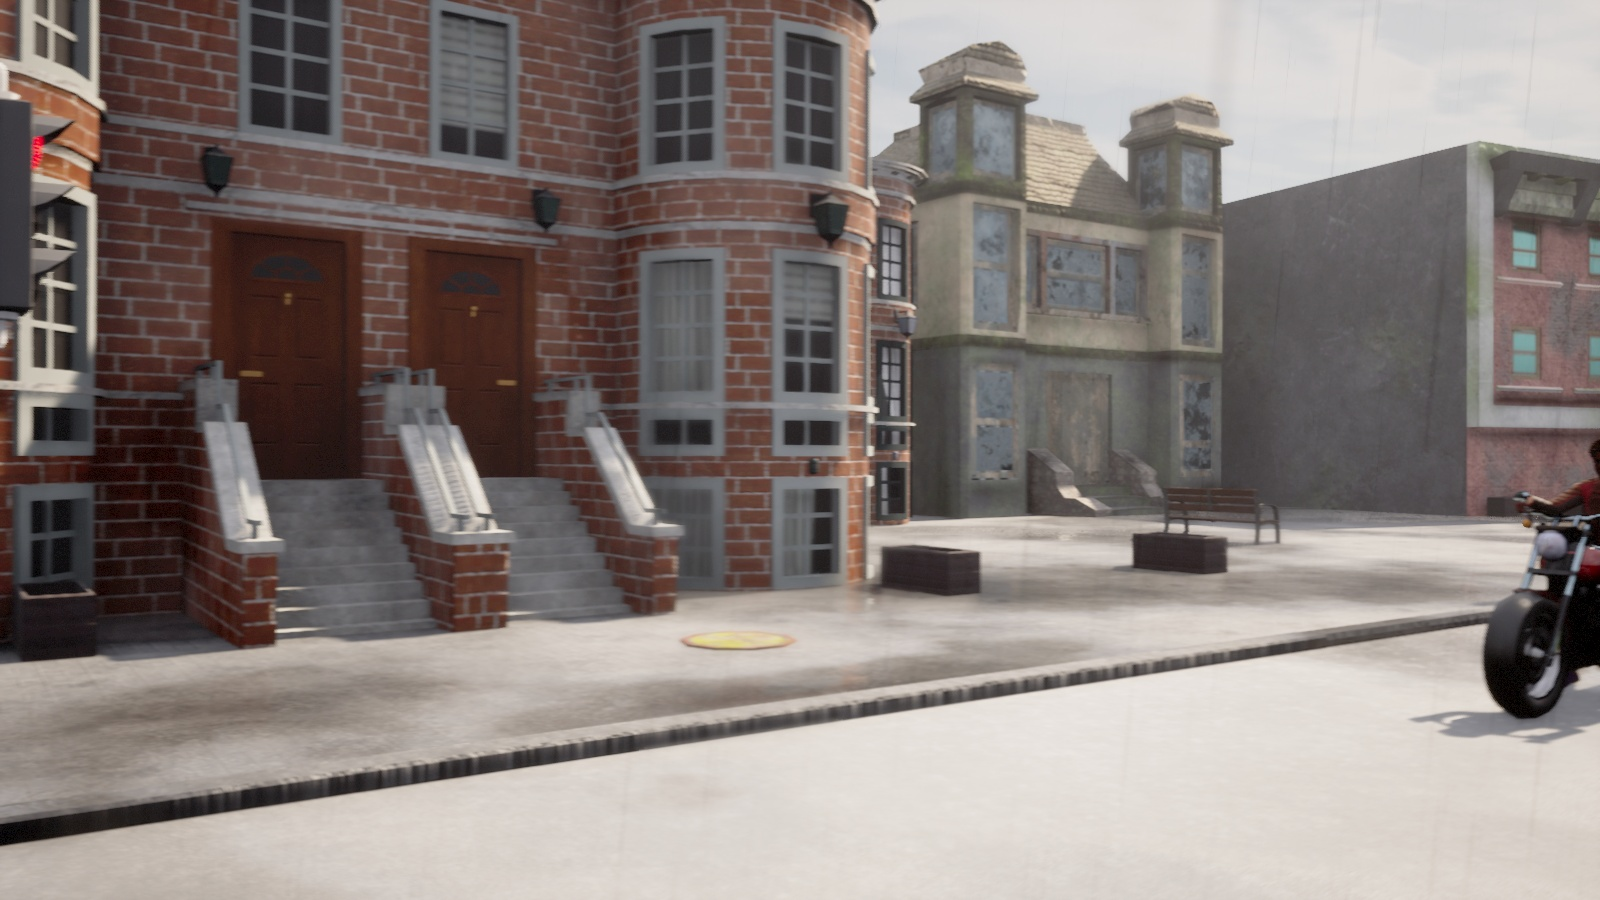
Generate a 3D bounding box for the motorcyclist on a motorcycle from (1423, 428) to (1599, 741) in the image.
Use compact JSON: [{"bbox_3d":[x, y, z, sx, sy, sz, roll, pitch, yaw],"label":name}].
[{"bbox_3d":[4.778,0.704,7.591,2.350,1.649,0.766,0,0,-35],"label":"motorcyclist on a motorcycle"}]
